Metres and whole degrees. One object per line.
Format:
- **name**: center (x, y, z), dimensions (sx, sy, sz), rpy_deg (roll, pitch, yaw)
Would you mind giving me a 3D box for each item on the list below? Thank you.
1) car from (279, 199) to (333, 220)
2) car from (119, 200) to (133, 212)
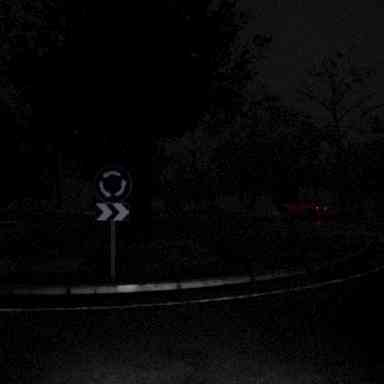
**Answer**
- **car**: center (9.750, 1.351, 28.874), dimensions (2.097, 1.767, 4.553), rpy_deg (0, 0, -30)
- **car**: center (-7.164, 1.563, 35.508), dimensions (4.181, 1.385, 1.994), rpy_deg (0, 0, -10)
